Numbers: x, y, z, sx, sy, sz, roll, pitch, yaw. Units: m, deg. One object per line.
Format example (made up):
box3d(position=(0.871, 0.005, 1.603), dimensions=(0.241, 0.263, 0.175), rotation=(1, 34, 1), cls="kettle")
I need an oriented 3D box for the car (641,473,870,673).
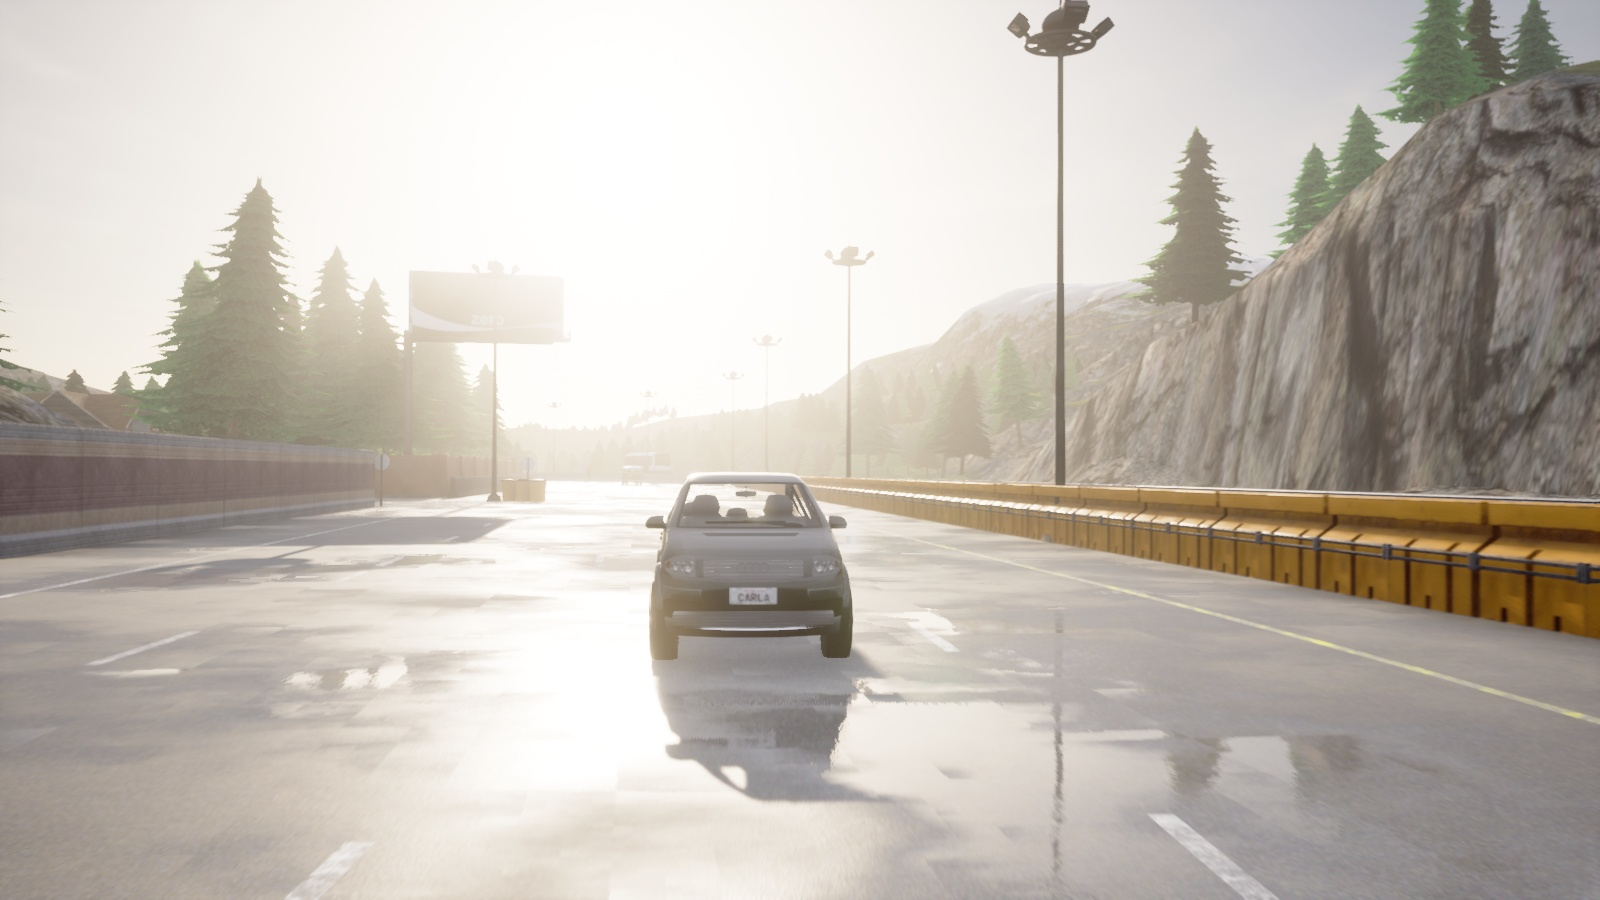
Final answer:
box3d(position=(-0.517, 0.991, 11.685), dimensions=(1.789, 1.549, 3.705), rotation=(0, -1, -5), cls="car")
